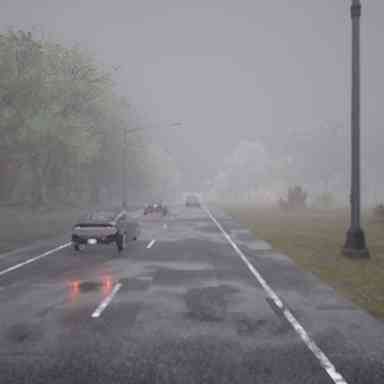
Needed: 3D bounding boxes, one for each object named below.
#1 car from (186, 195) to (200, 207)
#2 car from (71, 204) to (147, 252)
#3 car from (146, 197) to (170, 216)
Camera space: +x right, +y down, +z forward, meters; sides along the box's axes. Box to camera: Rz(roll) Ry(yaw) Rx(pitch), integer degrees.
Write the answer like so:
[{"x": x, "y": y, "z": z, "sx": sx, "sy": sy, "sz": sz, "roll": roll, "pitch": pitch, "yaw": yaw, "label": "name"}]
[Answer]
[{"x": 0.116, "y": 1.478, "z": 48.358, "sx": 1.994, "sy": 1.385, "sz": 4.181, "roll": 0, "pitch": 0, "yaw": 0, "label": "car"}, {"x": -3.398, "y": 1.466, "z": 13.766, "sx": 2.128, "sy": 1.511, "sz": 4.902, "roll": 0, "pitch": 0, "yaw": 0, "label": "car"}, {"x": -3.323, "y": 1.293, "z": 32.415, "sx": 2.097, "sy": 1.767, "sz": 4.553, "roll": 0, "pitch": 0, "yaw": 1, "label": "car"}]
